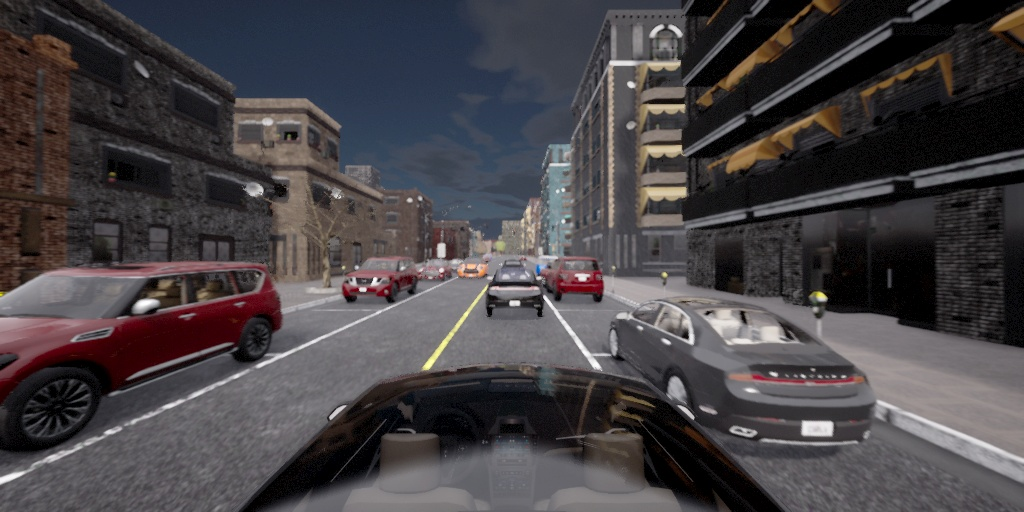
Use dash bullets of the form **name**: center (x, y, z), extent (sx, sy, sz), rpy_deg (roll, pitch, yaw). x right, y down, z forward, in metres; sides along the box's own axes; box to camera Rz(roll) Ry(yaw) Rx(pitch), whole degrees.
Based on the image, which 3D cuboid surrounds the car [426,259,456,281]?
- **car**: center (-5.694, 0.979, 26.989), extent (1.967, 1.591, 4.097), rpy_deg (0, 0, 0)

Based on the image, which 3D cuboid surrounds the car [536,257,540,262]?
- **car**: center (2.688, 1.024, 21.575), extent (1.967, 1.591, 4.097), rpy_deg (0, 0, 0)

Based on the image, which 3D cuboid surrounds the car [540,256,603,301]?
- **car**: center (2.689, 0.944, 16.168), extent (2.192, 1.841, 5.009), rpy_deg (0, 0, 0)

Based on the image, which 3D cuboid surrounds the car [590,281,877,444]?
- **car**: center (2.691, 1.270, 5.354), extent (2.007, 1.370, 4.403), rpy_deg (0, 0, 0)

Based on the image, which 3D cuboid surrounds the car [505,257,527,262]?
- **car**: center (0.088, 1.029, 28.719), extent (1.837, 1.490, 4.892), rpy_deg (0, 0, 0)

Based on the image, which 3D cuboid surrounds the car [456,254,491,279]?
- **car**: center (-3.097, 0.872, 29.238), extent (2.097, 1.767, 4.553), rpy_deg (0, 0, 0)

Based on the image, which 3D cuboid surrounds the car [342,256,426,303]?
- **car**: center (-5.692, 0.944, 16.174), extent (2.192, 1.841, 5.009), rpy_deg (0, 0, 0)

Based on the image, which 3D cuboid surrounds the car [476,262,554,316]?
- **car**: center (0.088, 1.149, 12.858), extent (2.128, 1.511, 4.902), rpy_deg (0, 0, 0)

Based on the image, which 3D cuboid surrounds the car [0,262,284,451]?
- **car**: center (-5.690, 1.034, 5.360), extent (2.192, 1.841, 5.009), rpy_deg (0, 0, 0)
